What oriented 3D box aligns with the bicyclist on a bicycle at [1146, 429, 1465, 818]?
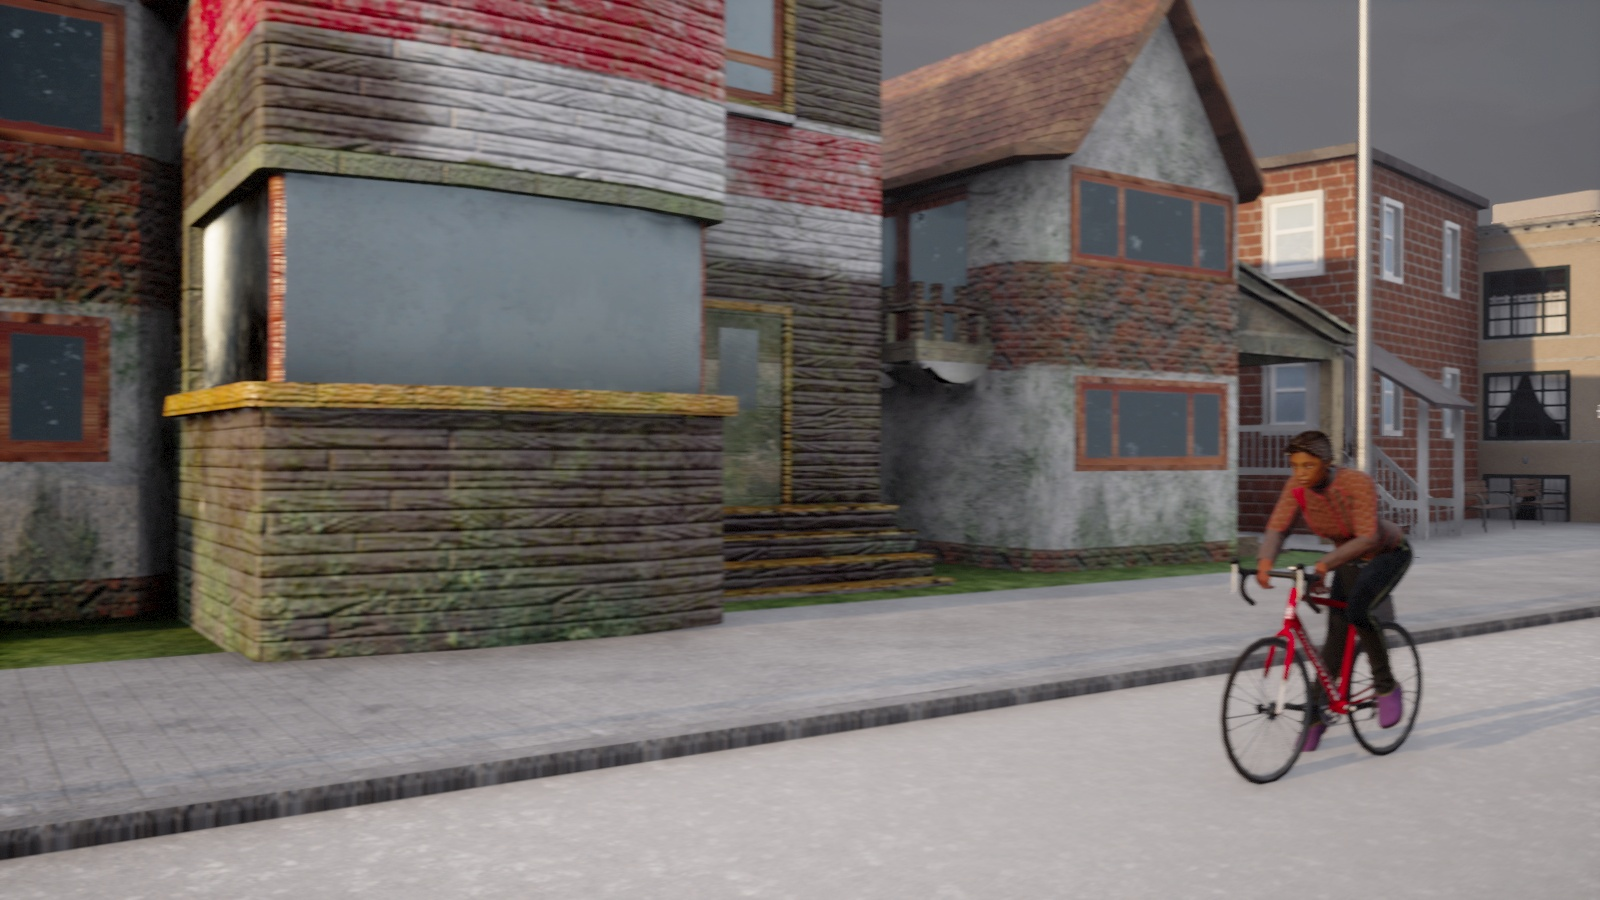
[{"bbox_3d":[2.423,0.723,5.946,1.656,1.620,0.582,0,0,-35],"label":"bicyclist on a bicycle"}]
